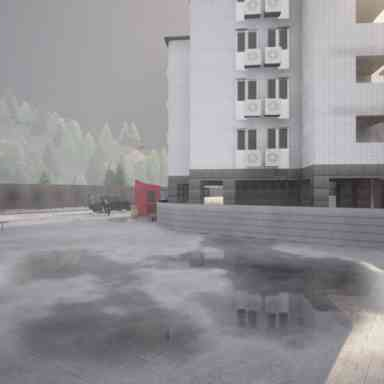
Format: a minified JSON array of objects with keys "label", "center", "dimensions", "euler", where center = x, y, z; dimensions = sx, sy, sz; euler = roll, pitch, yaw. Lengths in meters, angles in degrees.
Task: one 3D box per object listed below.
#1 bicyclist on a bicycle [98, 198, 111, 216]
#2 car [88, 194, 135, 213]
[{"label":"bicyclist on a bicycle","center":[-7.837,1.347,29.750],"dimensions":[1.656,1.620,0.582],"euler":[0,0,36]},{"label":"car","center":[-8.529,1.219,36.036],"dimensions":[2.150,2.045,5.566],"euler":[0,0,36]}]
